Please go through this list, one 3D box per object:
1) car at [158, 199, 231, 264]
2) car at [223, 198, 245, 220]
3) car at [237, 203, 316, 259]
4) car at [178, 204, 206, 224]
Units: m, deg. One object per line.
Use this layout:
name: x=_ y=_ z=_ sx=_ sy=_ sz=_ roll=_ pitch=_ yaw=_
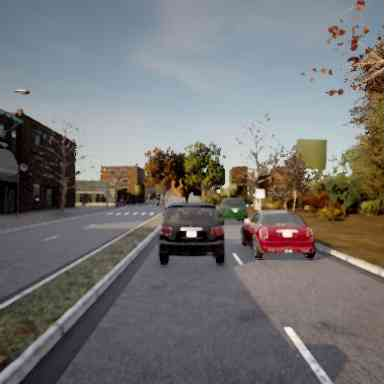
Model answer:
car: x=0.009 y=1.366 z=12.605 sx=2.150 sy=2.045 sz=5.566 roll=0 pitch=0 yaw=0
car: x=3.257 y=1.533 z=27.603 sx=2.150 sy=2.045 sz=5.566 roll=0 pitch=0 yaw=0
car: x=3.269 y=1.502 z=13.470 sx=2.097 sy=1.767 sz=4.553 roll=0 pitch=-1 yaw=0
car: x=0.017 y=1.811 z=28.523 sx=2.128 sy=1.511 sz=4.902 roll=0 pitch=0 yaw=0
